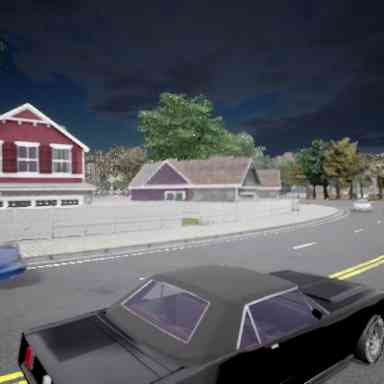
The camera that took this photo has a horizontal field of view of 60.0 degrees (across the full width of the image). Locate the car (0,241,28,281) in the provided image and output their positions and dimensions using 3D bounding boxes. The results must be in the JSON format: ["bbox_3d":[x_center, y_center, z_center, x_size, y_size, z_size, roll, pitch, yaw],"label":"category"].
[{"bbox_3d":[-6.523,1.595,7.080,5.357,1.411,2.033,0,0,-35],"label":"car"}]

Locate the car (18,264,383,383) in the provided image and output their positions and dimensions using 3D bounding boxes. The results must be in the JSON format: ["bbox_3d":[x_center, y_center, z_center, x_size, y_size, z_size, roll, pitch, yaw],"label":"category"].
[{"bbox_3d":[0.633,1.614,4.114,4.718,1.301,1.895,0,0,-38],"label":"car"}]

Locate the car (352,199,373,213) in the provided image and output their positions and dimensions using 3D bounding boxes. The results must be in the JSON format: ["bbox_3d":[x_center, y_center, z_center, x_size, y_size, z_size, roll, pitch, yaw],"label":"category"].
[{"bbox_3d":[19.840,1.609,38.726,1.812,1.442,4.674,-1,-1,25],"label":"car"}]
